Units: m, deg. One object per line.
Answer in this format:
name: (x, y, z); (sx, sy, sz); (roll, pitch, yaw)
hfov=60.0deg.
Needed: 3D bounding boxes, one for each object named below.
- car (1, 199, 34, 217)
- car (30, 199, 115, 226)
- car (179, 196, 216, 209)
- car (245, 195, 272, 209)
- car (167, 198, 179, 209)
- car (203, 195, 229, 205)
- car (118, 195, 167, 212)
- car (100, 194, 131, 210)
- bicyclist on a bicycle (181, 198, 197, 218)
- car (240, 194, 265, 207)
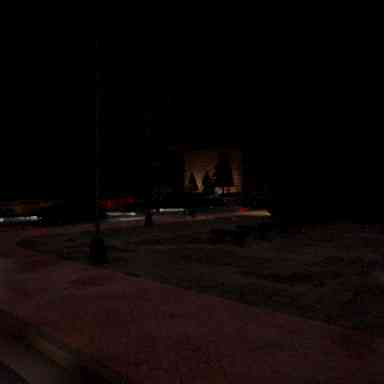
car: (-15.875, 1.470, 31.427); (1.882, 1.535, 5.008); (0, 0, 40)
car: (-8.379, 1.486, 23.701); (2.128, 1.511, 4.902); (0, 0, 40)
car: (0.836, 1.593, 45.816); (1.895, 1.301, 4.718); (0, 0, 40)
car: (9.819, 1.542, 45.332); (2.033, 1.411, 5.357); (0, 0, 40)
car: (-2.870, 1.539, 46.863); (2.033, 1.411, 5.357); (0, 0, 40)
car: (3.642, 1.556, 54.530); (1.994, 1.385, 4.181); (0, 0, 41)
car: (-5.564, 1.470, 38.232); (1.882, 1.535, 5.008); (0, 0, 40)
car: (-9.474, 1.213, 39.022); (2.150, 2.045, 5.566); (0, 0, 41)
bicyclist on a bicycle: (-0.259, 1.296, 26.703); (1.656, 1.620, 0.582); (0, 0, 40)
car: (9.085, 1.498, 49.985); (1.837, 1.490, 4.892); (0, 0, 41)
